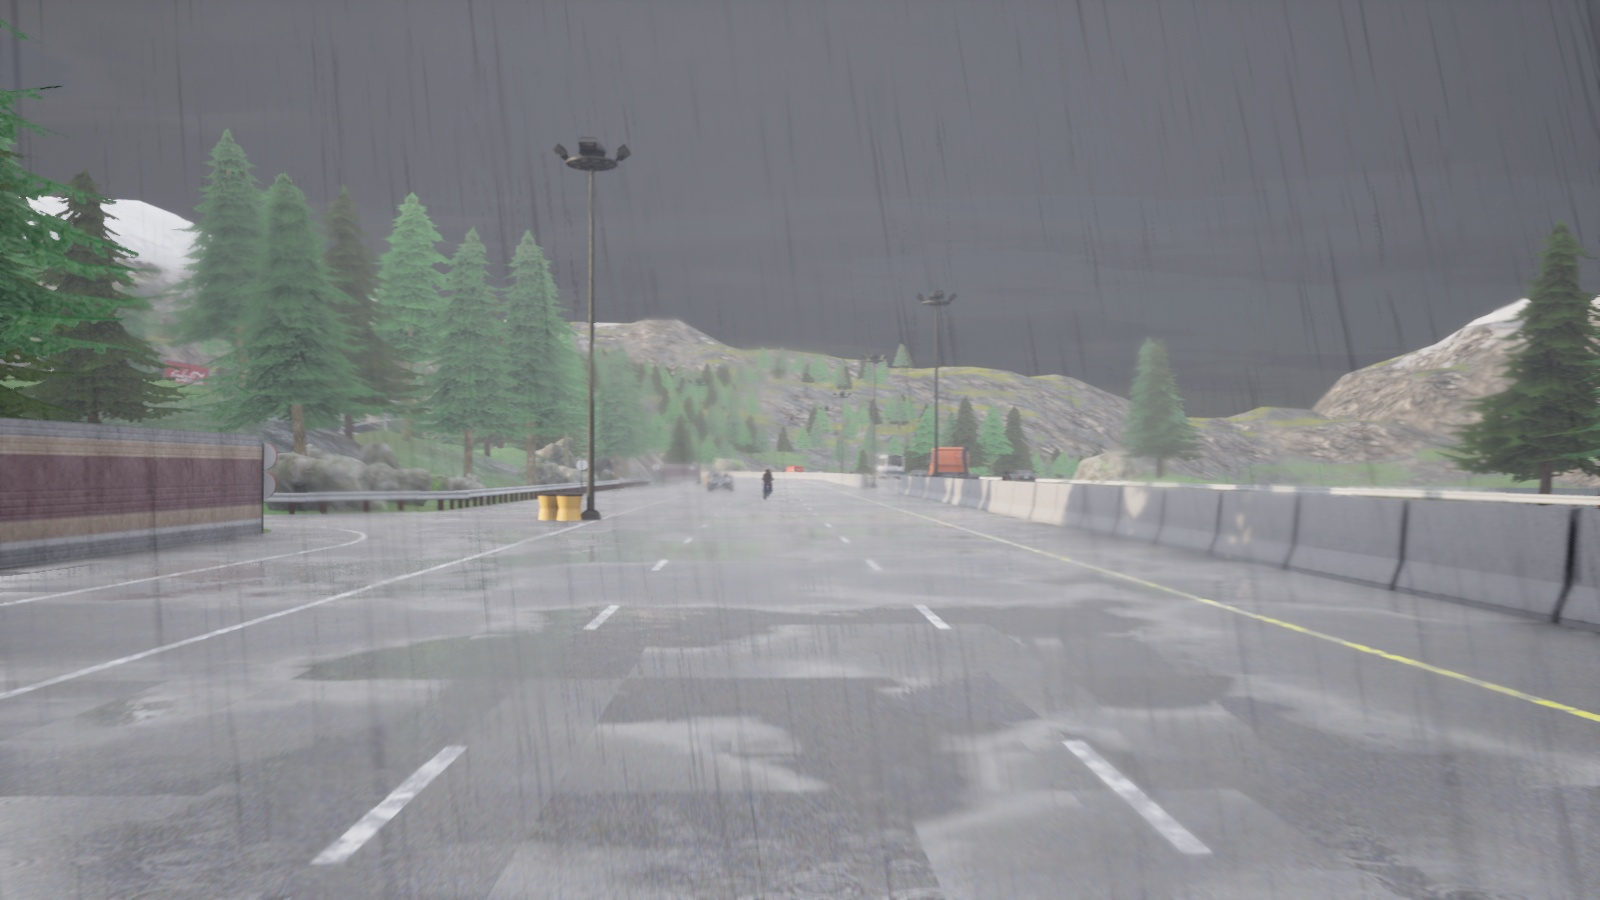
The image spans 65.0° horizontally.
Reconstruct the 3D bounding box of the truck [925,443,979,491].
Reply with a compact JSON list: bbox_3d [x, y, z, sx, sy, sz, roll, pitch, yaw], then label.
[{"bbox_3d":[11.417,1.287,94.718,2.891,3.462,7.936,0,-1,-1],"label":"truck"}]

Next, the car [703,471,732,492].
[{"bbox_3d":[-6.026,2.306,92.541,1.970,1.475,3.806,0,-1,-2],"label":"car"}]
